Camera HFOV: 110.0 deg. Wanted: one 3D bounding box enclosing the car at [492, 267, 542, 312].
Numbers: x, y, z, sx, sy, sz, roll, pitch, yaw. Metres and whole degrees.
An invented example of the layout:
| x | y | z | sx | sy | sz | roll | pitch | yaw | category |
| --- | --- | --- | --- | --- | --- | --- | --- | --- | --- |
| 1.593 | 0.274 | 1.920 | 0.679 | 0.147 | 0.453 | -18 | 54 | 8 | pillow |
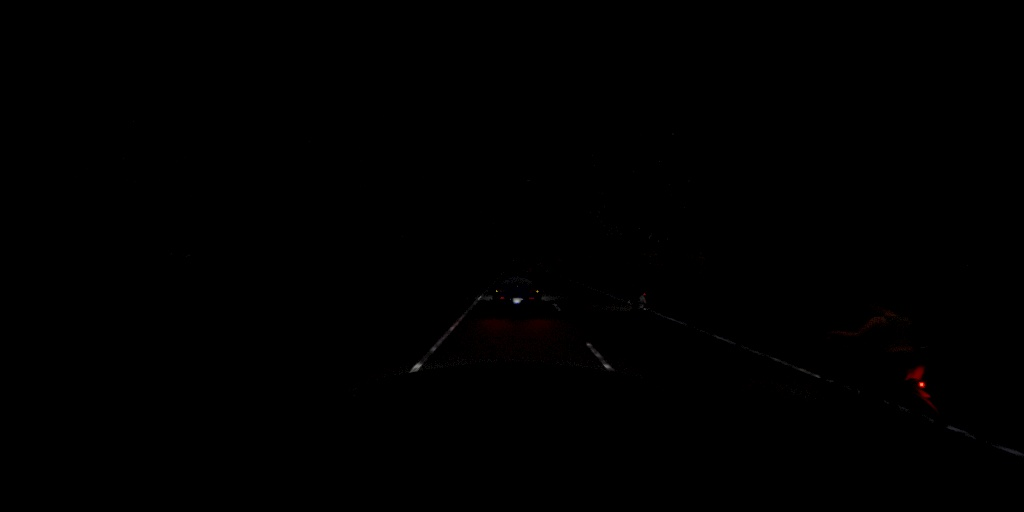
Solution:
| x | y | z | sx | sy | sz | roll | pitch | yaw | category |
| --- | --- | --- | --- | --- | --- | --- | --- | --- | --- |
| 0.186 | 1.372 | 14.669 | 1.812 | 1.442 | 4.674 | 0 | 0 | 0 | car |

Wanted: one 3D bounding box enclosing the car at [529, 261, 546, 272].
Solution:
| x | y | z | sx | sy | sz | roll | pitch | yaw | category |
| --- | --- | --- | --- | --- | --- | --- | --- | --- | --- |
| 4.074 | 1.650 | 54.921 | 1.882 | 1.535 | 5.008 | 0 | 0 | 1 | car |

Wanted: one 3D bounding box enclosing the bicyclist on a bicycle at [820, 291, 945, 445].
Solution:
| x | y | z | sx | sy | sz | roll | pitch | yaw | category |
| --- | --- | --- | --- | --- | --- | --- | --- | --- | --- |
| 4.445 | 1.237 | 4.420 | 0.866 | 1.612 | 1.509 | 0 | 0 | 1 | bicyclist on a bicycle |

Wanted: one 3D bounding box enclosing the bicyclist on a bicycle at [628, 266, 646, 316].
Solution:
| x | y | z | sx | sy | sz | roll | pitch | yaw | category |
| --- | --- | --- | --- | --- | --- | --- | --- | --- | --- |
| 4.552 | 1.236 | 13.127 | 0.659 | 1.776 | 1.843 | 0 | 0 | 0 | bicyclist on a bicycle |
